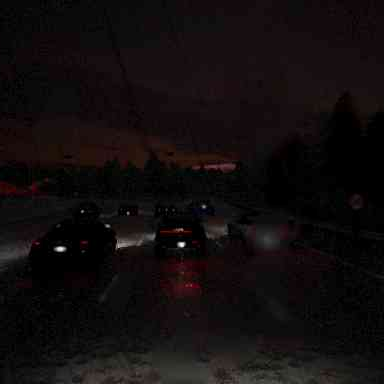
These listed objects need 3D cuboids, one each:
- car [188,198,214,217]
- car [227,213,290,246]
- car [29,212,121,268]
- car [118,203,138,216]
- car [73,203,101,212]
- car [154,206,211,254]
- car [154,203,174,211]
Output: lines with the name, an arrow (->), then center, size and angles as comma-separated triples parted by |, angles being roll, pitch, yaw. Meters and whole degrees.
car -> 0.777, 1.452, 32.917 | 2.097, 1.767, 4.553 | 0, 0, -9
car -> 2.879, 1.645, 15.592 | 1.895, 1.301, 4.718 | 0, 0, -4
car -> -3.870, 1.604, 11.460 | 1.994, 1.385, 4.181 | 0, 0, -3
car -> -6.369, 1.711, 33.413 | 1.895, 1.301, 4.718 | 0, 0, -10
car -> -9.267, 1.649, 29.489 | 2.033, 1.411, 5.357 | 0, 0, -9
car -> -0.518, 1.548, 13.821 | 1.837, 1.490, 4.892 | 0, 0, -4
car -> -2.690, 1.704, 32.603 | 1.895, 1.301, 4.718 | 0, 0, -9
